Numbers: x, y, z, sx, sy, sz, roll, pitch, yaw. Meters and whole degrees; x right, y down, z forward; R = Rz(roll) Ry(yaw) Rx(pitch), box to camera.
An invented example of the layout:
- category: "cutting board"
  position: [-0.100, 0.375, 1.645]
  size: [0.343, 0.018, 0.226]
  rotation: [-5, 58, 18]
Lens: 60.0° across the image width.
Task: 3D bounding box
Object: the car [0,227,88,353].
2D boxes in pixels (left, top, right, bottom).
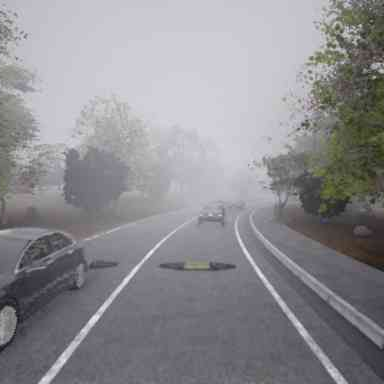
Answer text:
- category: "car"
  position: [-3.472, 1.496, 6.187]
  size: [1.837, 1.490, 4.892]
  rotation: [0, 0, 2]

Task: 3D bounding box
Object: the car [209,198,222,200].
- category: "car"
  position: [3.410, 1.499, 47.438]
  size: [1.994, 1.385, 4.181]
  rotation: [2, 0, 19]

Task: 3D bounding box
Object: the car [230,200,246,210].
- category: "car"
  position: [5.709, 1.618, 42.597]
  size: [1.895, 1.301, 4.718]
  rotation: [1, 0, 16]

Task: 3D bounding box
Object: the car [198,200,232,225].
- category: "car"
  position: [1.559, 1.534, 23.846]
  size: [2.033, 1.411, 5.357]
  rotation: [1, 0, 8]
